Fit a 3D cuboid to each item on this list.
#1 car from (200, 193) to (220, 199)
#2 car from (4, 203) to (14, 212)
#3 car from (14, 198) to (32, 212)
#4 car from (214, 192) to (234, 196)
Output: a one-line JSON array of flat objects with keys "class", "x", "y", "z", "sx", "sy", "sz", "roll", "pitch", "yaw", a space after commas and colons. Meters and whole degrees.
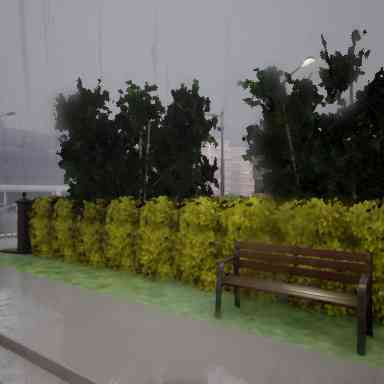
[{"class": "car", "x": 3.870, "y": 0.810, "z": 70.270, "sx": 1.895, "sy": 1.301, "sz": 4.718, "roll": 0, "pitch": 1, "yaw": 35}, {"class": "car", "x": -18.874, "y": 1.479, "z": 38.046, "sx": 1.812, "sy": 1.442, "sz": 4.674, "roll": 0, "pitch": 0, "yaw": 35}, {"class": "car", "x": -16.119, "y": 1.553, "z": 35.897, "sx": 1.895, "sy": 1.301, "sz": 4.718, "roll": 0, "pitch": 0, "yaw": 36}, {"class": "car", "x": 7.233, "y": 0.682, "z": 68.969, "sx": 1.882, "sy": 1.535, "sz": 5.008, "roll": 0, "pitch": 1, "yaw": 35}]
